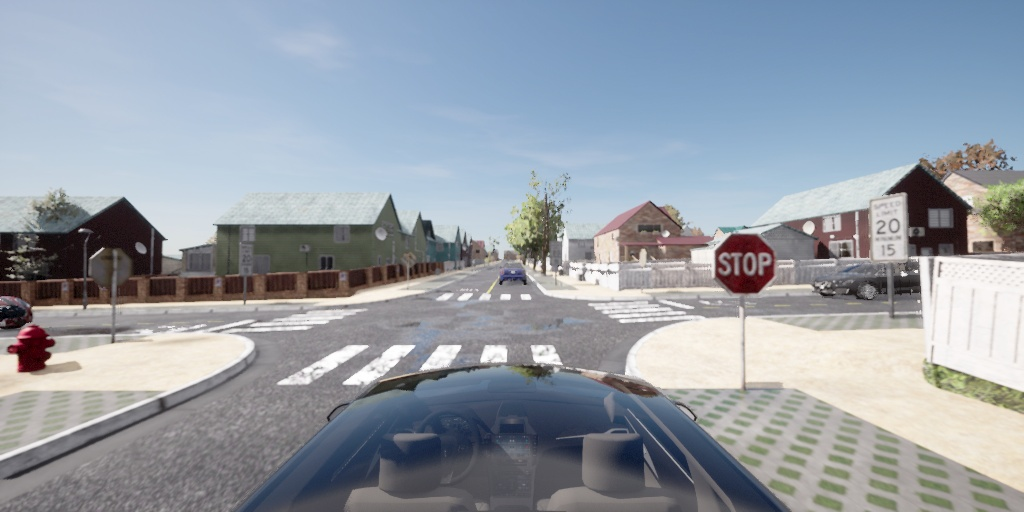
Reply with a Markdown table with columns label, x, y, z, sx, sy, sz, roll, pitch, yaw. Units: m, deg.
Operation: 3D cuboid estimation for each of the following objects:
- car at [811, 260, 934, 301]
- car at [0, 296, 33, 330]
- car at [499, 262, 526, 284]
| label | x | y | z | sx | sy | sz | roll | pitch | yaw |
| --- | --- | --- | --- | --- | --- | --- | --- | --- | --- |
| car | 14.835 | 0.939 | 14.390 | 4.892 | 1.490 | 1.837 | -2 | -2 | 0 |
| car | -18.261 | 1.604 | 11.207 | 4.553 | 1.767 | 2.097 | -2 | -2 | 0 |
| car | 0.073 | 1.304 | 29.410 | 2.097 | 1.767 | 4.553 | 0 | 0 | 0 |
